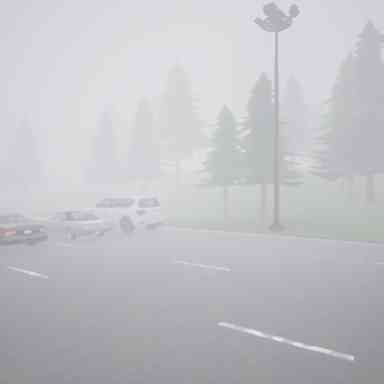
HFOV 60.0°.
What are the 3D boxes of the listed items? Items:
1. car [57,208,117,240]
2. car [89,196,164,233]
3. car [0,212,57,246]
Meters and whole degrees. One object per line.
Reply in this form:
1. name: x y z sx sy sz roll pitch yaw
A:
1. car: -6.261 1.614 16.933 4.718 1.301 1.895 0 0 36
2. car: -4.228 1.255 19.783 5.566 2.045 2.150 0 0 36
3. car: -8.269 1.560 14.066 5.357 1.411 2.033 0 0 36
